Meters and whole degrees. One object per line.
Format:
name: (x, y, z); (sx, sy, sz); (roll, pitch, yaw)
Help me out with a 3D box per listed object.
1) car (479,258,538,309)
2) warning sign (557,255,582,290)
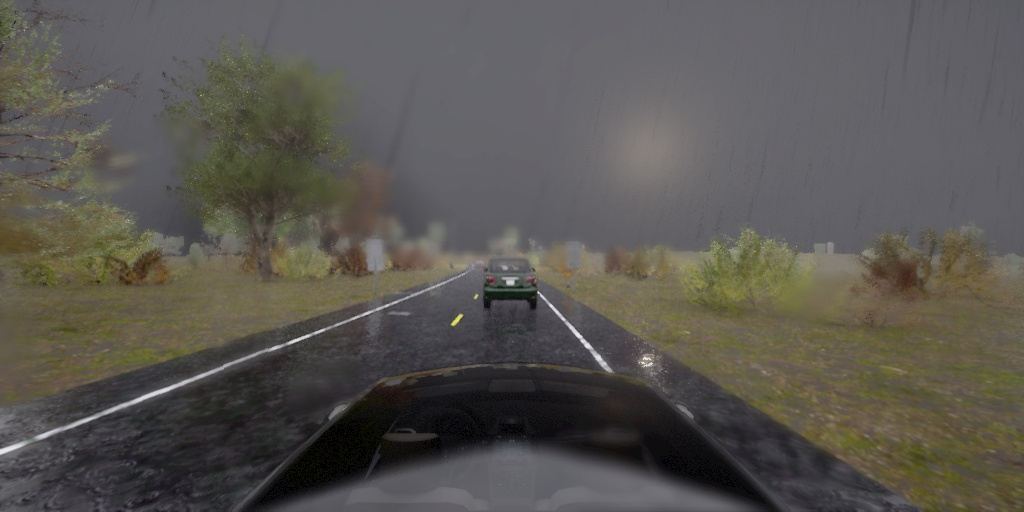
car: (-0.095, 1.094, 15.953); (2.150, 2.045, 5.566); (0, 0, -1)
warning sign: (3.356, 1.038, 21.507); (1.300, 1.860, 1.060); (0, 0, -1)
